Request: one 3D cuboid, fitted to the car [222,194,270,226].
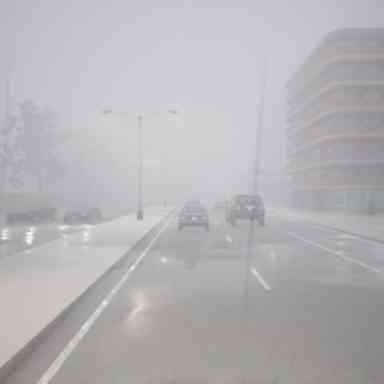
[{"bbox_3d":[3.600,1.197,23.317,2.150,2.045,5.566,0,-1,0],"label":"car"}]

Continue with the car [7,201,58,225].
[{"bbox_3d":[-11.587,1.460,24.441,1.882,1.535,5.008,0,0,0],"label":"car"}]

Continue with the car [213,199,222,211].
[{"bbox_3d":[3.608,1.534,40.486,1.994,1.385,4.181,0,0,0],"label":"car"}]

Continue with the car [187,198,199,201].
[{"bbox_3d":[0.114,1.461,40.964,2.128,1.511,4.902,0,0,0],"label":"car"}]

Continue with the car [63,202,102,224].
[{"bbox_3d":[-8.077,1.507,24.968,1.812,1.442,4.674,0,0,0],"label":"car"}]

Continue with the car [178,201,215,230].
[{"bbox_3d":[0.106,1.532,21.034,2.033,1.411,5.357,0,0,0],"label":"car"}]
